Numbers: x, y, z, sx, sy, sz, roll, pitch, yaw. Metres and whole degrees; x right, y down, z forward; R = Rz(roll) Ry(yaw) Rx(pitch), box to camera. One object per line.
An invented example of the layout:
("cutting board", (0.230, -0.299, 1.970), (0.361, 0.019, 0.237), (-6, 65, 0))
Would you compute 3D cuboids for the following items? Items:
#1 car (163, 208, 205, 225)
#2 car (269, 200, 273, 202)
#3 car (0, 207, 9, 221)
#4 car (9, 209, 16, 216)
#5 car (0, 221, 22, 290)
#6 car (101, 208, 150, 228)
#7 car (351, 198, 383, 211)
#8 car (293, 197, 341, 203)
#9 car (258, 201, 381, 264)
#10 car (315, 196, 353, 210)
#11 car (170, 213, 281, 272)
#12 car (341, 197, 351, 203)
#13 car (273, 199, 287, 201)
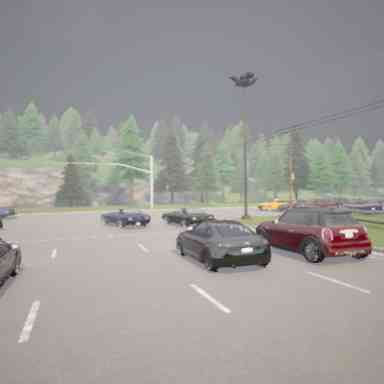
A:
("car", (-0.417, 1.776, 23.728), (1.895, 1.301, 4.718), (0, 0, -29))
("car", (10.868, 1.675, 42.882), (5.008, 1.535, 1.882), (0, 0, -20))
("car", (-14.609, 1.873, 21.930), (4.181, 1.385, 1.994), (-1, -1, 22))
("car", (-20.558, 1.998, 32.998), (5.357, 1.411, 2.033), (-1, 0, -6))
("car", (-5.218, 1.654, 7.536), (2.033, 1.411, 5.357), (0, 0, -20))
("car", (-4.907, 1.824, 23.960), (1.895, 1.301, 4.718), (0, -1, -36))
("car", (21.801, 1.536, 39.268), (5.008, 1.535, 1.882), (0, 0, -19))
("car", (13.358, 1.476, 36.338), (4.553, 1.767, 2.097), (0, 0, -19))
("car", (4.196, 1.397, 12.398), (2.097, 1.767, 4.553), (0, 0, -20))
("car", (19.574, 1.482, 45.903), (4.553, 1.767, 2.097), (0, 0, -19))
("car", (0.877, 1.635, 11.290), (1.994, 1.385, 4.181), (0, 0, -20))
("car", (21.204, 1.581, 42.763), (4.902, 1.511, 2.128), (0, 0, -19))
("car", (12.459, 1.684, 39.711), (4.674, 1.442, 1.812), (0, 0, -18))
